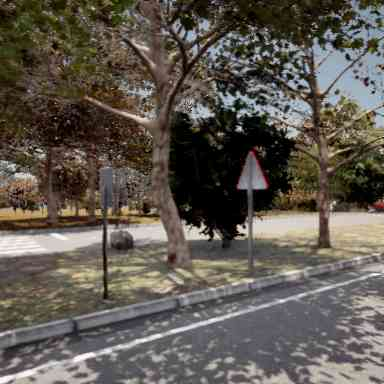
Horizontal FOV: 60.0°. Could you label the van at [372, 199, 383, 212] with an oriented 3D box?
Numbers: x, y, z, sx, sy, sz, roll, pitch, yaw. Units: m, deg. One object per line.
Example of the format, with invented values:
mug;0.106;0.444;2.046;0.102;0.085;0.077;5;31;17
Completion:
van;29.236;1.970;49.360;1.878;1.987;4.442;2;-1;-35
